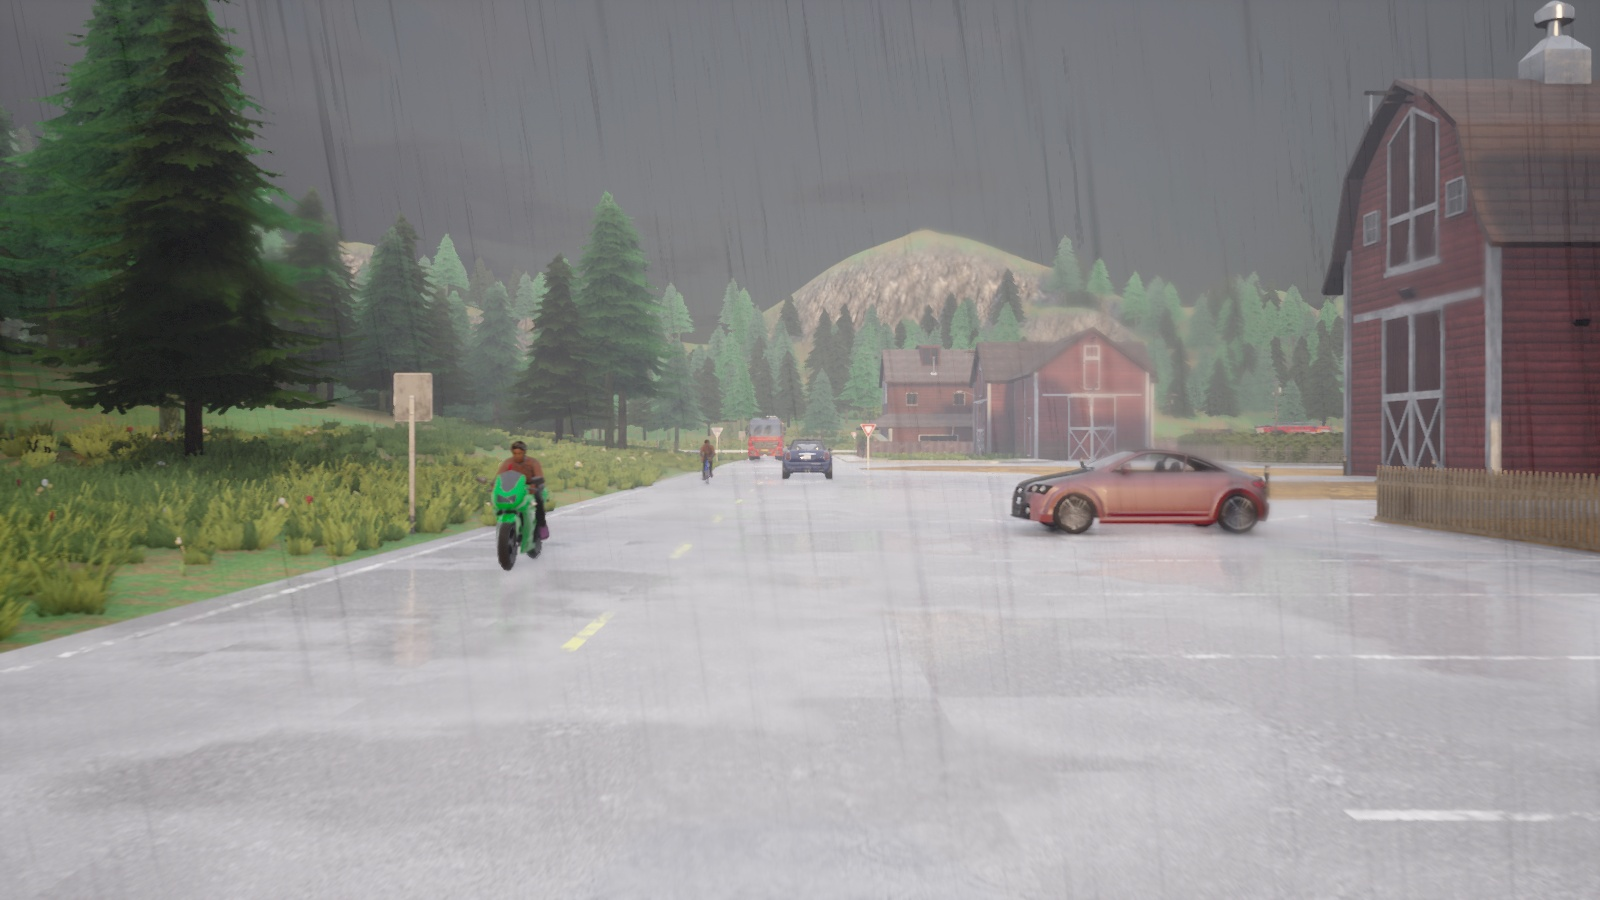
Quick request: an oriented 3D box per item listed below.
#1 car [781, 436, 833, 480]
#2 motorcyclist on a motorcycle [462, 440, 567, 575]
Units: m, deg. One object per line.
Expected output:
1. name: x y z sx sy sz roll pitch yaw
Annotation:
1. car: 0.315 0.307 52.965 2.097 1.767 4.553 0 0 1
2. motorcyclist on a motorcycle: -3.398 0.641 15.133 0.797 1.523 2.044 0 0 0
